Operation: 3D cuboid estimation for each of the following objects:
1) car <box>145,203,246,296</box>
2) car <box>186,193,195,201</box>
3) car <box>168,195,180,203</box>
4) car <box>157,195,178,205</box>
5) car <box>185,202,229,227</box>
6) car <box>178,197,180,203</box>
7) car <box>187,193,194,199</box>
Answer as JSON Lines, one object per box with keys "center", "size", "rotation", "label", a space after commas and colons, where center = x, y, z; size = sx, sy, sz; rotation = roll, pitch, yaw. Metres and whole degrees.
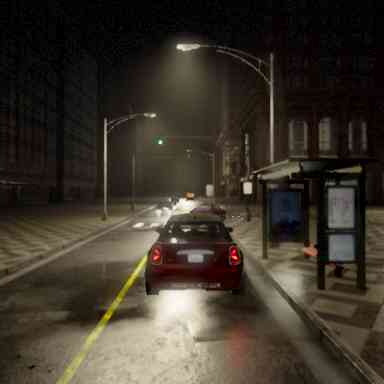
{"center": [0.059, 1.338, 8.757], "size": [2.097, 1.767, 4.553], "rotation": [0, 0, 0], "label": "car"}
{"center": [-0.340, 1.340, 72.240], "size": [1.895, 1.301, 4.718], "rotation": [0, 0, 0], "label": "car"}
{"center": [-3.340, 1.290, 62.513], "size": [2.128, 1.511, 4.902], "rotation": [0, 0, 0], "label": "car"}
{"center": [-3.297, 1.431, 42.215], "size": [2.033, 1.411, 5.357], "rotation": [0, 0, 0], "label": "car"}
{"center": [1.169, 1.500, 23.144], "size": [1.994, 1.385, 4.181], "rotation": [0, 1, 18], "label": "car"}
{"center": [-3.337, 1.335, 52.159], "size": [2.128, 1.511, 4.902], "rotation": [0, 0, 0], "label": "car"}
{"center": [-0.387, 1.012, 82.214], "size": [1.882, 1.535, 5.008], "rotation": [0, 0, 0], "label": "car"}
